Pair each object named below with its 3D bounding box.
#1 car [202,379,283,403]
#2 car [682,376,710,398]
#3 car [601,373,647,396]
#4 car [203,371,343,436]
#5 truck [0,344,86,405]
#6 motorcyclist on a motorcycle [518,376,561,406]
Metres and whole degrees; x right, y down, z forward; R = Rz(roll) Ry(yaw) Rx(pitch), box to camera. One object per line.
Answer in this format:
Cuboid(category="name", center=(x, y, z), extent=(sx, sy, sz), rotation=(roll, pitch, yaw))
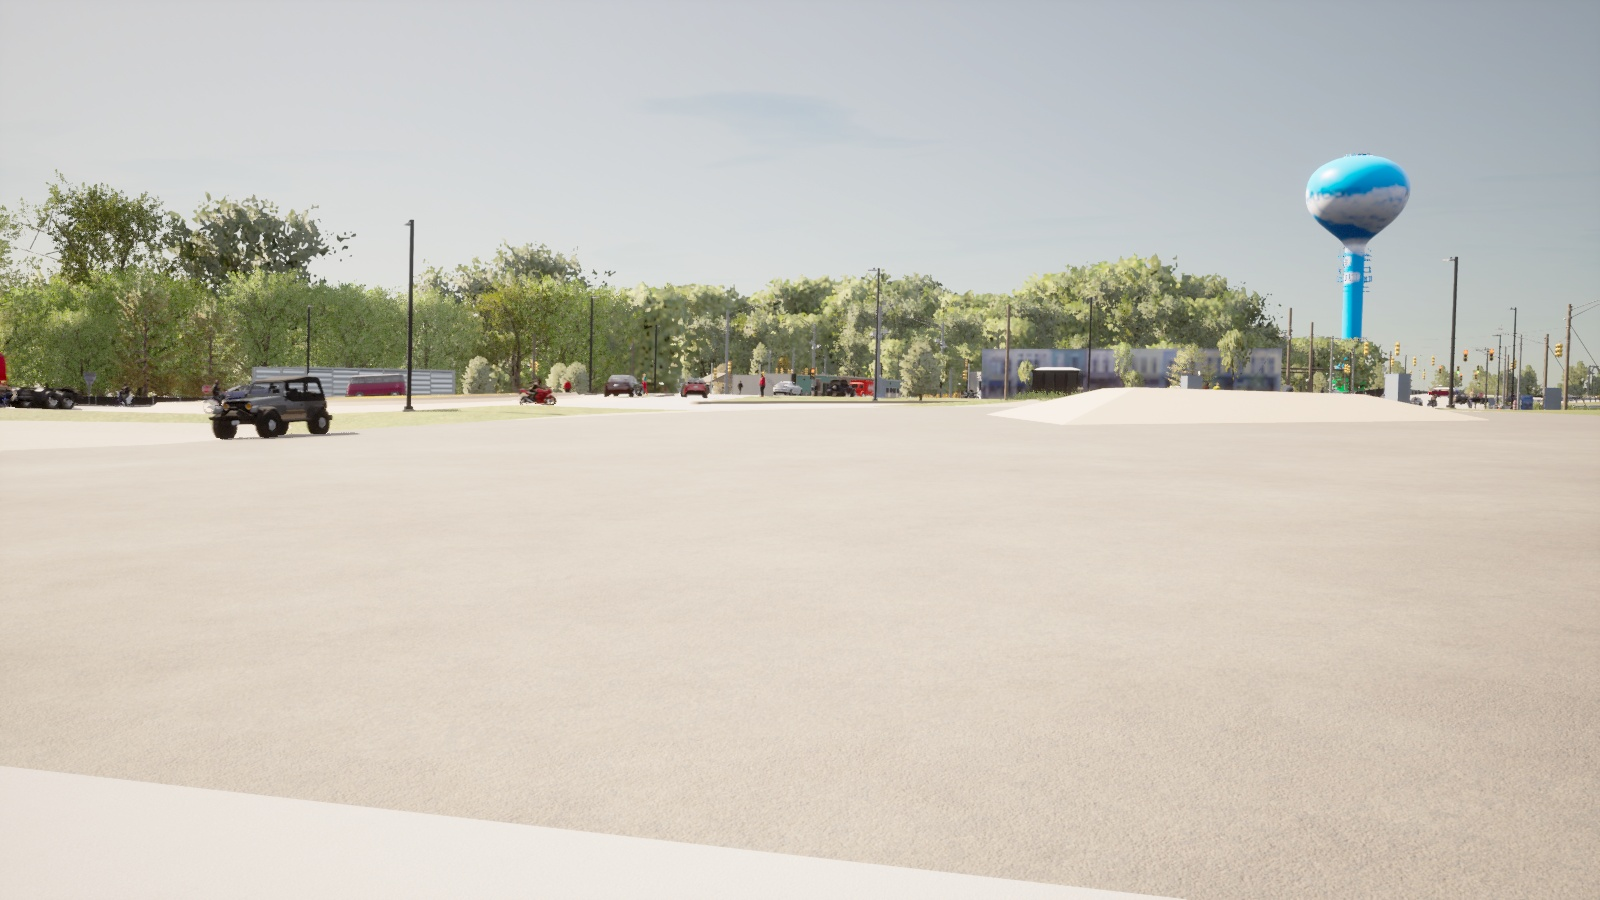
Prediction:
Cuboid(category="car", center=(-40.243, -4.256, 90.753), extent=(2.163, 1.488, 4.792), rotation=(-4, 0, 40))
Cuboid(category="car", center=(-7.854, -4.780, 94.557), extent=(2.007, 1.525, 4.514), rotation=(1, 3, -6))
Cuboid(category="car", center=(-11.901, -4.437, 85.240), extent=(2.163, 1.488, 4.792), rotation=(1, 3, 3))
Cuboid(category="car", center=(-16.235, -1.475, 38.933), extent=(1.905, 1.878, 3.866), rotation=(-1, 3, 17))
Cuboid(category="truck", center=(-47.656, -4.579, 76.152), extent=(2.891, 3.462, 7.936), rotation=(2, 2, 14))
Cuboid(category="motorcyclist on a motorcycle", center=(-13.588, -3.090, 65.517), extent=(2.044, 1.523, 0.797), rotation=(0, 3, 6))
